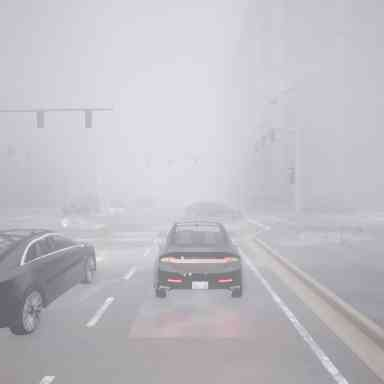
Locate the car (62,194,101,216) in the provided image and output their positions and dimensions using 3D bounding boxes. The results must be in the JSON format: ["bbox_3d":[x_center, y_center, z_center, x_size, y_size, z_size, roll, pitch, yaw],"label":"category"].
[{"bbox_3d":[-10.384,1.191,31.793,2.150,2.045,5.566,0,0,1],"label":"car"}]

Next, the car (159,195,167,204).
[{"bbox_3d":[-6.618,1.492,63.666,2.128,1.511,4.902,0,0,1],"label":"car"}]

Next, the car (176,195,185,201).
[{"bbox_3d":[-2.920,1.523,85.483,2.033,1.411,5.357,0,0,0],"label":"car"}]

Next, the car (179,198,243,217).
[{"bbox_3d":[1.702,1.474,26.949,4.892,1.490,1.837,0,2,26],"label":"car"}]

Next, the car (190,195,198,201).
[{"bbox_3d":[0.580,1.461,85.459,1.882,1.535,5.008,0,0,0],"label":"car"}]

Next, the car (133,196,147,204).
[{"bbox_3d":[-10.100,1.525,64.662,1.812,1.442,4.674,0,0,1],"label":"car"}]

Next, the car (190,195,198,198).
[{"bbox_3d":[0.518,1.593,76.414,1.895,1.301,4.718,0,0,0],"label":"car"}]

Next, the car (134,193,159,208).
[{"bbox_3d":[-6.752,1.222,49.471,2.150,2.045,5.566,0,0,2],"label":"car"}]

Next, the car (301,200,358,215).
[{"bbox_3d":[13.435,1.492,32.977,5.357,1.411,2.033,0,0,0],"label":"car"}]

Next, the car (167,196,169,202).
[{"bbox_3d":[-6.467,1.528,78.582,2.033,1.411,5.357,0,0,0],"label":"car"}]

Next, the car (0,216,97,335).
[{"bbox_3d":[-3.400,1.492,6.687,2.128,1.511,4.902,0,0,1],"label":"car"}]

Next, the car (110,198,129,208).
[{"bbox_3d":[-10.279,1.562,47.149,1.994,1.385,4.181,0,0,0],"label":"car"}]

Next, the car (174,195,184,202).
[{"bbox_3d":[-2.986,1.497,75.781,1.837,1.490,4.892,0,0,0],"label":"car"}]

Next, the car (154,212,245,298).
[{"bbox_3d":[0.134,1.492,8.507,2.128,1.511,4.902,0,0,0],"label":"car"}]
